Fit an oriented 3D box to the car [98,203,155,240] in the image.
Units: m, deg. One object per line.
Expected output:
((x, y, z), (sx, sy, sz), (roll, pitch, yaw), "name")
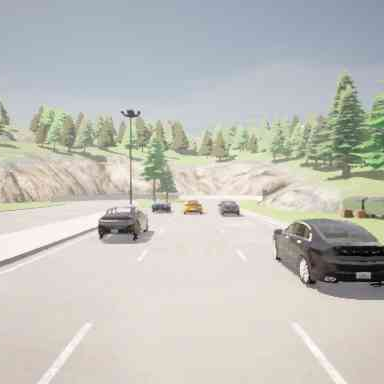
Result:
((-3.399, 1.489, 17.019), (2.128, 1.511, 4.902), (0, 0, 0), "car")

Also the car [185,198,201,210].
((0.139, 1.542, 44.505), (2.033, 1.411, 5.357), (0, 0, 1), "car")

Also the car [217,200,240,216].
((3.600, 1.543, 33.060), (2.033, 1.411, 5.357), (0, 0, 0), "car")

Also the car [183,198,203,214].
((0.097, 1.473, 34.676), (1.882, 1.535, 5.008), (0, 0, 0), "car")

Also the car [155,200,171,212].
((-3.398, 1.596, 37.868), (1.895, 1.301, 4.718), (0, 0, 0), "car")

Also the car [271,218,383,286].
((3.600, 1.503, 9.396), (1.837, 1.490, 4.892), (0, 0, 0), "car")
